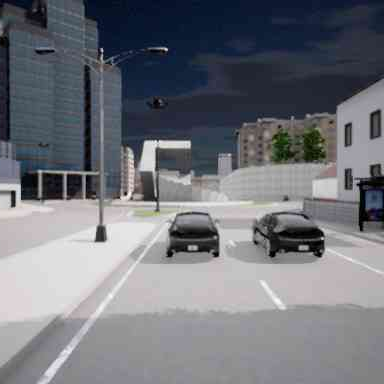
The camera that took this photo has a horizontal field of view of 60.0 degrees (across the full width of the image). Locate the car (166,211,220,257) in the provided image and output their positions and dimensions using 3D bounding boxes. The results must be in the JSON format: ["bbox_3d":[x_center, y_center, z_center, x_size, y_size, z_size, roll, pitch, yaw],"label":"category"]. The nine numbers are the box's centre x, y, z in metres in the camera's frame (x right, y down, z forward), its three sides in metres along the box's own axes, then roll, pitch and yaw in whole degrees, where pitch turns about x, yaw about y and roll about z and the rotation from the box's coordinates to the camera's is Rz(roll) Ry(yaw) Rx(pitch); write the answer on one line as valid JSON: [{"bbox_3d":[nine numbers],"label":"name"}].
[{"bbox_3d":[0.048,1.507,12.928,1.837,1.490,4.892,0,0,0],"label":"car"}]

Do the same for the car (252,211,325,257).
[{"bbox_3d":[3.548,1.507,12.933,1.837,1.490,4.892,0,0,0],"label":"car"}]

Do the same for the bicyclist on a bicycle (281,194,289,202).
[{"bbox_3d":[21.615,1.392,77.420,1.656,1.620,0.582,-11,5,-30],"label":"bicyclist on a bicycle"}]

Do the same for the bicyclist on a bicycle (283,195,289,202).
[{"bbox_3d":[21.950,1.429,76.894,1.656,1.620,0.582,-6,12,-28],"label":"bicyclist on a bicycle"}]
